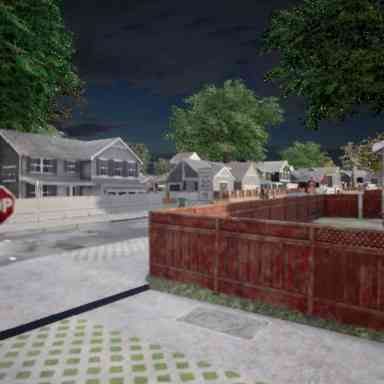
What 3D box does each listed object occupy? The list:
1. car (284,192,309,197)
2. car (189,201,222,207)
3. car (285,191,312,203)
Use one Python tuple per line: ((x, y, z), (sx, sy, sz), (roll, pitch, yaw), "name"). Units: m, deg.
((11.297, 0.842, 36.276), (1.837, 1.490, 4.892), (0, 1, 35), "car")
((1.211, 1.245, 21.852), (1.895, 1.301, 4.718), (0, 1, 35), "car")
((14.894, 0.679, 46.219), (2.033, 1.411, 5.357), (0, 1, 35), "car")
